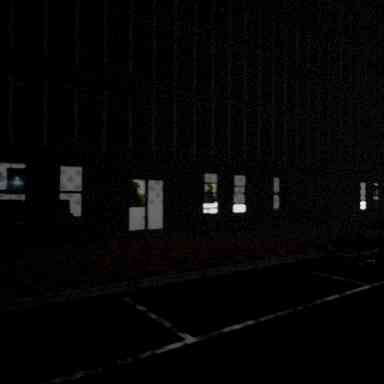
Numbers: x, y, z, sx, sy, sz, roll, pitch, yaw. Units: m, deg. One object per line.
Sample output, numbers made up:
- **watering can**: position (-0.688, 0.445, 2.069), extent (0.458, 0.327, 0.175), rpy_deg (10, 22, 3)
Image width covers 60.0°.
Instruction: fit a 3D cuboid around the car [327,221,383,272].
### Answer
- **car**: position (6.259, 1.669, 11.026), extent (4.403, 1.369, 2.008), rpy_deg (1, 0, -36)
